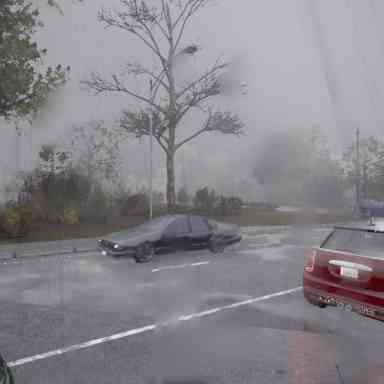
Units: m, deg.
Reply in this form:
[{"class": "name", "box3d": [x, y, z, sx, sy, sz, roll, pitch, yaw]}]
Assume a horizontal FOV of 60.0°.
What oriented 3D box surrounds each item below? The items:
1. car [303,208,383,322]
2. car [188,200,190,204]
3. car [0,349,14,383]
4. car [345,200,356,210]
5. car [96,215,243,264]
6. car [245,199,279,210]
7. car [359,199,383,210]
[{"class": "car", "box3d": [4.358, 1.352, 6.724, 4.553, 1.767, 2.097, 0, 0, -34]}, {"class": "car", "box3d": [-0.934, 1.701, 64.964, 2.128, 1.511, 4.902, 0, -1, -22]}, {"class": "car", "box3d": [-3.697, 1.221, 1.075, 5.566, 2.045, 2.150, 0, 0, -35]}, {"class": "car", "box3d": [18.223, 1.505, 34.127, 1.837, 1.490, 4.892, 0, 0, -30]}, {"class": "car", "box3d": [-0.609, 1.547, 12.085, 5.357, 1.411, 2.033, 0, 0, -35]}, {"class": "car", "box3d": [9.102, 1.625, 43.437, 1.895, 1.301, 4.718, 0, 0, -27]}, {"class": "car", "box3d": [16.314, 1.478, 27.416, 1.882, 1.535, 5.008, 1, 0, -4]}]
